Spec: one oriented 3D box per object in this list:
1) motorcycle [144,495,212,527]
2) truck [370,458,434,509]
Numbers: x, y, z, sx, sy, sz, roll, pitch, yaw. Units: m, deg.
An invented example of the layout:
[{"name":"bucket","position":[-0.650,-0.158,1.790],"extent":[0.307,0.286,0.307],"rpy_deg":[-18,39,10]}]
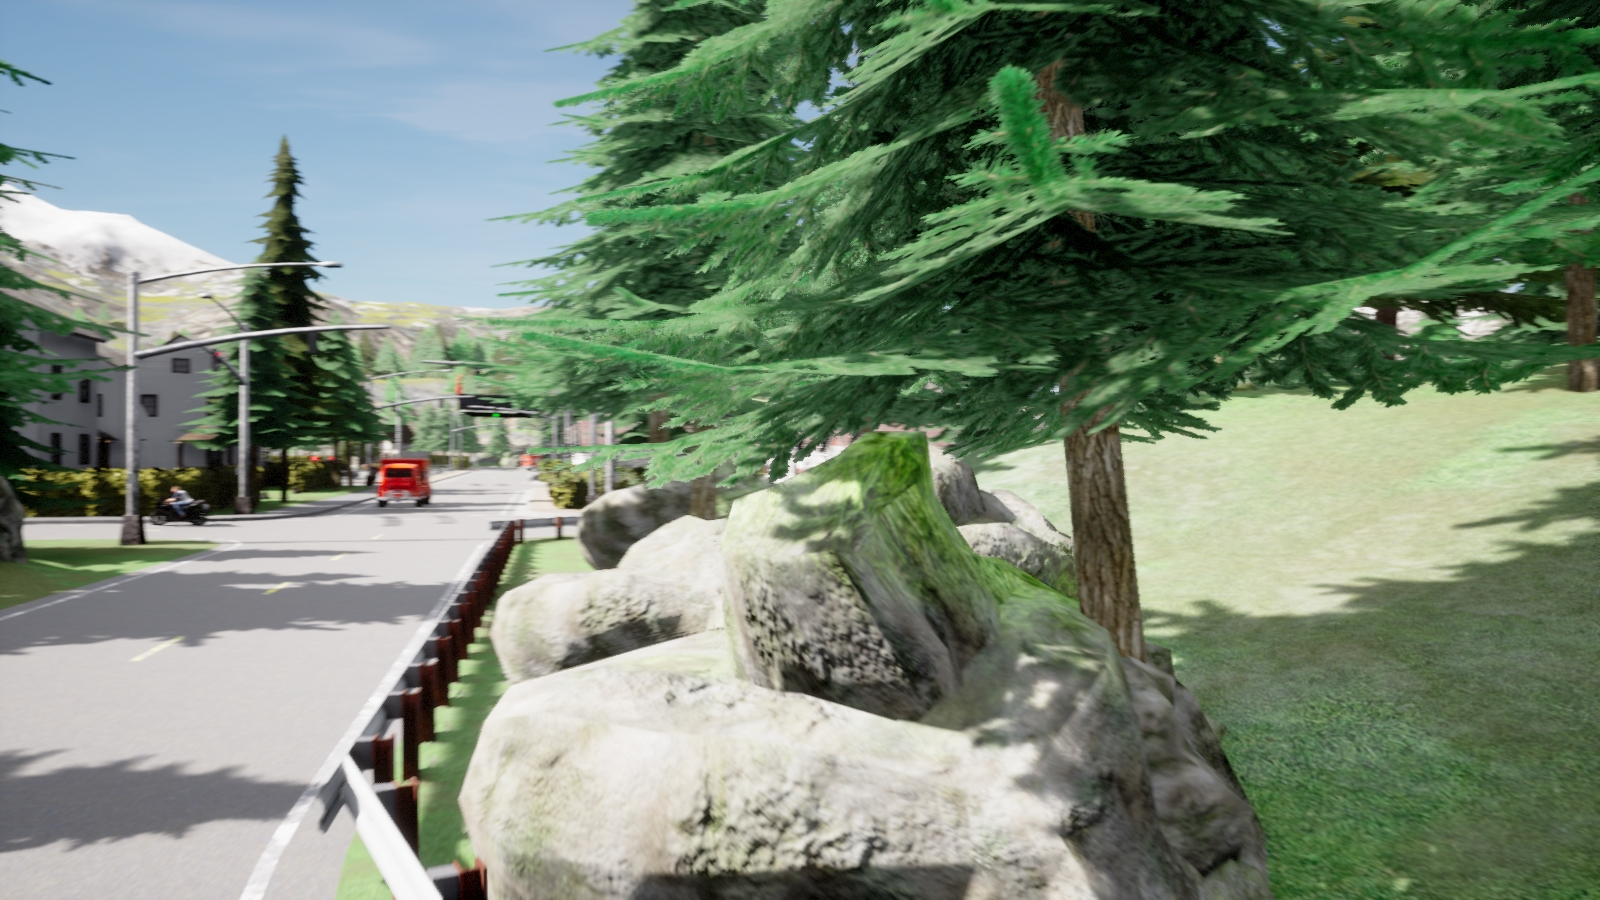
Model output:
[{"name":"motorcycle","position":[-22.987,2.252,42.264],"extent":[2.033,1.145,0.803],"rpy_deg":[0,1,-7]},{"name":"truck","position":[-20.546,1.665,59.210],"extent":[2.627,2.467,5.204],"rpy_deg":[0,0,-13]}]
